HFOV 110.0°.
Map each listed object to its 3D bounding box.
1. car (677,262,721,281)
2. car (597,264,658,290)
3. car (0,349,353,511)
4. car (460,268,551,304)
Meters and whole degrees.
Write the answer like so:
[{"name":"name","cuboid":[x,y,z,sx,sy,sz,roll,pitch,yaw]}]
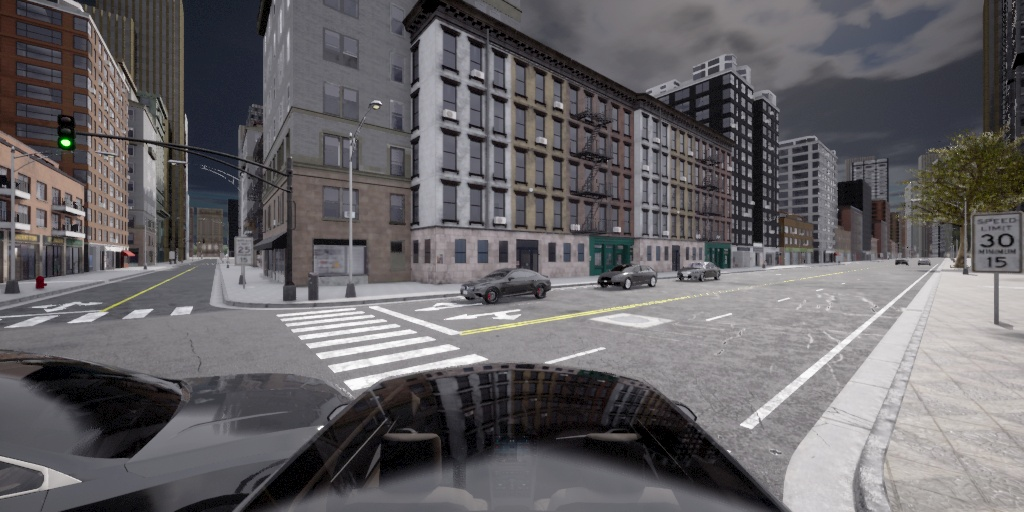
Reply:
[{"name":"car","cuboid":[15.420,1.234,29.482,4.902,1.511,2.128,0,0,-39]},{"name":"car","cuboid":[7.464,1.257,22.946,4.892,1.490,1.837,0,0,-39]},{"name":"car","cuboid":[-3.237,1.257,1.661,4.892,1.490,1.837,0,0,-35]},{"name":"car","cuboid":[-0.176,1.286,16.658,4.674,1.442,1.812,0,0,-39]}]
